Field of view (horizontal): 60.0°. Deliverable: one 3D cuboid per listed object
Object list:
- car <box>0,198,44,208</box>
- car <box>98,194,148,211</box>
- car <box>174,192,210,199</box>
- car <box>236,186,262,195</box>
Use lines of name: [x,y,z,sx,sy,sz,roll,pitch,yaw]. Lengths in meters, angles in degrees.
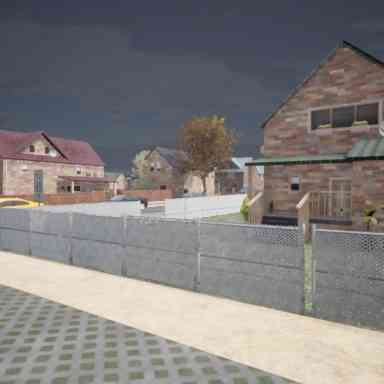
car: [-11.919,1.161,21.050,1.882,1.535,5.008,1,2,35]
car: [-6.053,0.923,29.290,1.882,1.535,5.008,1,2,35]
car: [0.060,0.745,37.867,2.033,1.411,5.357,1,2,36]
car: [8.694,0.076,49.841,2.150,2.045,5.566,1,2,36]
